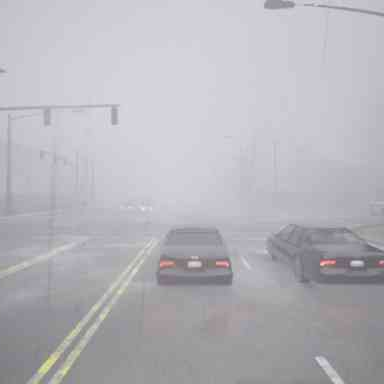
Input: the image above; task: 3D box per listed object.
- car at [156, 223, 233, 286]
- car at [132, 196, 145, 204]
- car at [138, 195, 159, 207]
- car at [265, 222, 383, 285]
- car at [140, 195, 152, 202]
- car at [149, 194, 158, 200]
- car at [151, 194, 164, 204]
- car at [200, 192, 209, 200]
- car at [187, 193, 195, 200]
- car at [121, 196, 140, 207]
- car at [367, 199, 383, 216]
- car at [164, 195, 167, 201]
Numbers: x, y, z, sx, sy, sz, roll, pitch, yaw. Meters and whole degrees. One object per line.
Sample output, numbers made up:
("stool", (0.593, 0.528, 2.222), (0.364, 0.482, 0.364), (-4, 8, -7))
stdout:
("car", (0.061, 1.599, 9.592), (2.033, 1.411, 5.357), (0, 0, 0))
("car", (-10.669, 1.611, 66.391), (1.837, 1.490, 4.892), (0, 0, 0))
("car", (-7.210, 1.740, 55.576), (1.994, 1.385, 4.181), (0, 0, 0))
("car", (3.561, 1.599, 9.674), (2.033, 1.411, 5.357), (0, 0, 0))
("car", (-10.673, 1.534, 76.989), (2.033, 1.411, 5.357), (0, 1, 0))
("car", (-10.706, 1.313, 91.569), (1.994, 1.385, 4.181), (0, 1, 0))
("car", (-7.188, 1.472, 64.253), (2.097, 1.767, 4.553), (0, 0, 0))
("car", (3.302, 1.055, 88.163), (2.150, 2.045, 5.566), (0, 1, 0))
("car", (-0.198, 1.183, 88.296), (2.097, 1.767, 4.553), (0, 1, 0))
("car", (-10.715, 1.719, 56.773), (2.033, 1.411, 5.357), (0, 0, 0))
("car", (21.347, 1.403, 34.725), (5.566, 2.045, 2.150), (0, 0, -2))
("car", (-7.166, 1.529, 74.105), (1.837, 1.490, 4.892), (0, 1, 0))
